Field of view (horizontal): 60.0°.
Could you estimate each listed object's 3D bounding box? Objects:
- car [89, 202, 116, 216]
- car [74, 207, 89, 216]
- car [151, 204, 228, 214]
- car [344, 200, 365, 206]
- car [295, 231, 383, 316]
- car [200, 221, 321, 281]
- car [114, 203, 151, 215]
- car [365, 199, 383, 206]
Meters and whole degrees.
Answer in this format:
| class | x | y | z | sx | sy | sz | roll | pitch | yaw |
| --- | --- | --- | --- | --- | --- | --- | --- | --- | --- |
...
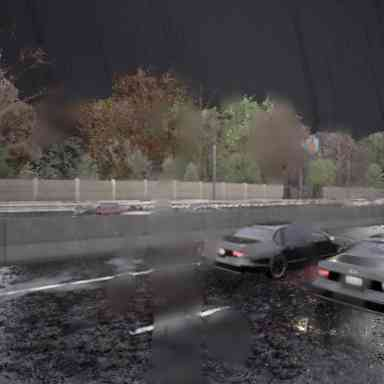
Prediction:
| class | x | y | z | sx | sy | sz | roll | pitch | yaw |
| --- | --- | --- | --- | --- | --- | --- | --- | --- | --- |
| car | -5.213 | 1.653 | 26.065 | 4.718 | 1.301 | 1.895 | 0 | 0 | -35 |
| car | -7.696 | 1.575 | 28.577 | 4.674 | 1.442 | 1.812 | 0 | 0 | -36 |
| car | 0.198 | 1.553 | 21.326 | 4.902 | 1.511 | 2.128 | 0 | 0 | -35 |
| car | 26.037 | 1.868 | 52.580 | 4.718 | 1.301 | 1.895 | 0 | 0 | -35 |
| car | 4.832 | 1.587 | 7.191 | 5.357 | 1.411 | 2.033 | 0 | 0 | -35 |
| car | 2.791 | 1.587 | 10.036 | 5.357 | 1.411 | 2.033 | 0 | 0 | -35 |
| car | -2.746 | 1.656 | 23.526 | 4.718 | 1.301 | 1.895 | 0 | 0 | -35 |
| car | 28.641 | 1.797 | 50.151 | 4.674 | 1.442 | 1.812 | 0 | 0 | -35 |
